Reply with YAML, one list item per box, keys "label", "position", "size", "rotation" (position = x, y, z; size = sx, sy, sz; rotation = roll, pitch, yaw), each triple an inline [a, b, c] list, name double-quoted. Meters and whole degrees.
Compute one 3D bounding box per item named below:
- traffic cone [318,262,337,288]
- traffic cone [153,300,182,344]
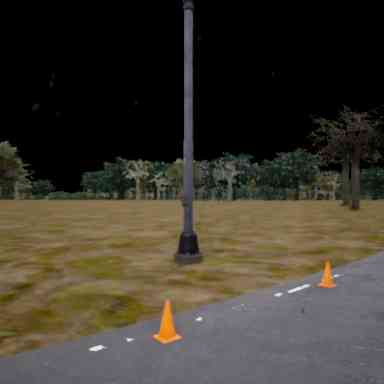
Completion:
- label: "traffic cone"
  position: [3.401, 2.040, 8.328]
  size: [0.340, 0.580, 0.340]
  rotation: [0, -1, -40]
- label: "traffic cone"
  position: [-0.386, 2.016, 5.285]
  size: [0.340, 0.580, 0.340]
  rotation: [0, -1, -37]
